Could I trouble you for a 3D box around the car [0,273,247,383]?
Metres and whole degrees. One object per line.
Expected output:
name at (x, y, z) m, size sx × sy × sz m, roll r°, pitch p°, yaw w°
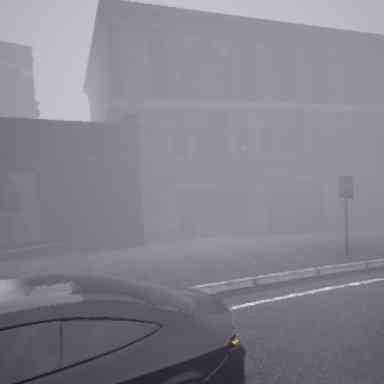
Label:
car at (-1.637, 1.501, 2.629) m, size 4.674 × 1.442 × 1.812 m, roll 0°, pitch 0°, yaw -33°
